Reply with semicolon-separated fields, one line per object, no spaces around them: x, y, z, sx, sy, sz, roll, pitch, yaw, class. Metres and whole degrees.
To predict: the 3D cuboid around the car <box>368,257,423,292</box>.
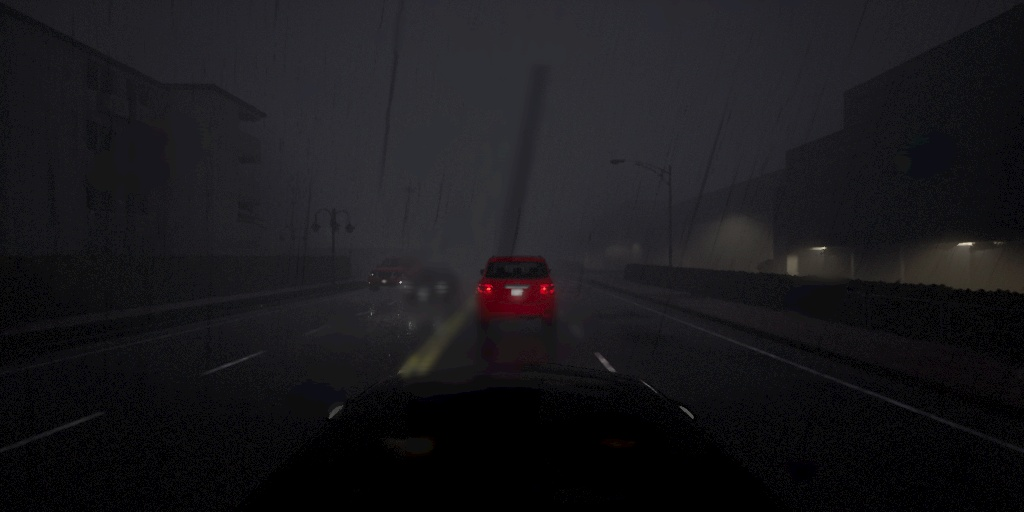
-6.992;1.056;22.452;2.150;2.045;5.566;0;-1;1;car

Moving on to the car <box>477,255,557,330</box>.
0.129;1.009;11.487;2.150;2.045;5.566;0;0;0;car

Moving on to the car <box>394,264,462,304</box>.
-3.543;1.301;16.789;2.128;1.511;4.902;0;0;0;car
